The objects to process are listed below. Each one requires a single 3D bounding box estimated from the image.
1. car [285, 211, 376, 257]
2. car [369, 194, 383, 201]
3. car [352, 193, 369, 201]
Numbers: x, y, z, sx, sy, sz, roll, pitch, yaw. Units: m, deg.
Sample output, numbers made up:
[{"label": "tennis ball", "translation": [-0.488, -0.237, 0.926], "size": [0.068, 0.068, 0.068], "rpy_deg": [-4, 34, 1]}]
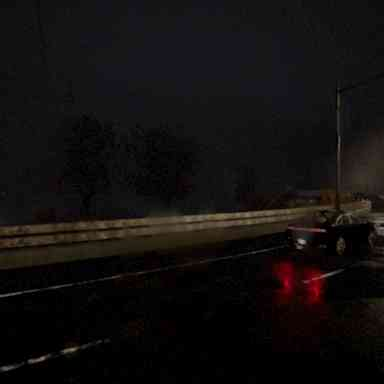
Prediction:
[{"label": "car", "translation": [5.609, 1.507, 13.169], "size": [4.902, 1.511, 2.128], "rpy_deg": [0, 0, -42]}, {"label": "car", "translation": [43.335, 1.382, 79.994], "size": [1.882, 1.535, 5.008], "rpy_deg": [0, 0, 4]}, {"label": "car", "translation": [39.856, 1.146, 80.398], "size": [2.150, 2.045, 5.566], "rpy_deg": [0, 0, 4]}]
